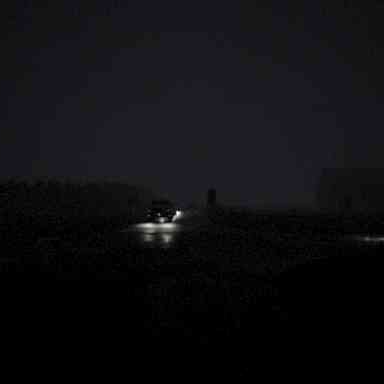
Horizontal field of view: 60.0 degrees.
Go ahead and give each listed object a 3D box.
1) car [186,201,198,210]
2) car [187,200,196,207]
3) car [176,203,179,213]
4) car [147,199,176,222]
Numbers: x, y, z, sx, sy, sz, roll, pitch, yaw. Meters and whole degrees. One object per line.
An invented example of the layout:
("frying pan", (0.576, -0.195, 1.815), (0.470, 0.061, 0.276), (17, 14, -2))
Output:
("car", (-0.013, 2.286, 56.535), (2.128, 1.511, 4.902), (0, -1, 0))
("car", (-0.143, 2.593, 73.115), (2.033, 1.411, 5.357), (0, -1, 0))
("car", (-2.936, 2.129, 41.420), (1.994, 1.385, 4.181), (0, -1, -1))
("car", (-2.882, 1.641, 31.233), (2.150, 2.045, 5.566), (0, -1, -1))
